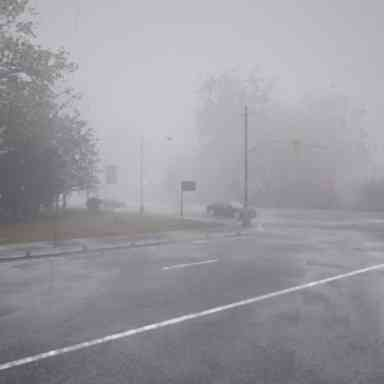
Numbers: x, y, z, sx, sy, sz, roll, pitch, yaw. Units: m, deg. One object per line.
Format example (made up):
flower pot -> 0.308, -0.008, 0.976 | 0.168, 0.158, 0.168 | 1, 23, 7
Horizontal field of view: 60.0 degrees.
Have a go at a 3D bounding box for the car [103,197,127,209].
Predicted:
car -> -10.736, 1.542, 46.042 | 1.837, 1.490, 4.892 | 0, 1, -39

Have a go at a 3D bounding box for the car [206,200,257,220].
car -> 3.303, 1.491, 28.440 | 1.882, 1.535, 5.008 | 0, 1, -39

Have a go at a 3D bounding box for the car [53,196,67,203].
car -> -25.994, 1.542, 65.177 | 1.994, 1.385, 4.181 | 0, 0, -39
